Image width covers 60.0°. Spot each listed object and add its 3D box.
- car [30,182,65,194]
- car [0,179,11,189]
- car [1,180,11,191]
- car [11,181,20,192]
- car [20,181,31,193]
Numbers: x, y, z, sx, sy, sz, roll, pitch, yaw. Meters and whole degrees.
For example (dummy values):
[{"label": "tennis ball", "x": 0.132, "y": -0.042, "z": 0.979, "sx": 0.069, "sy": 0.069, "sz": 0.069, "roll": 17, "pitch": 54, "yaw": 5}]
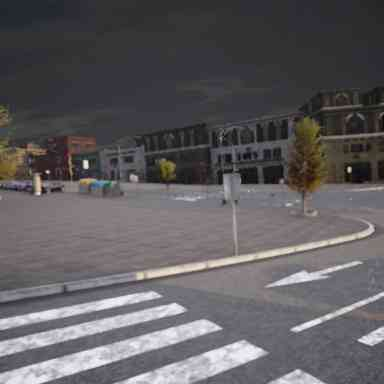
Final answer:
[{"label": "car", "x": -21.108, "y": -0.611, "z": 49.781, "sx": 2.163, "sy": 1.488, "sz": 4.792, "roll": 1, "pitch": 6, "yaw": 17}, {"label": "car", "x": -35.588, "y": -1.375, "z": 59.984, "sx": 2.231, "sy": 1.521, "sz": 4.892, "roll": 1, "pitch": 6, "yaw": 14}, {"label": "car", "x": -28.274, "y": -1.026, "z": 55.000, "sx": 2.097, "sy": 1.535, "sz": 5.008, "roll": 1, "pitch": 6, "yaw": 16}, {"label": "car", "x": -25.874, "y": -0.861, "z": 53.293, "sx": 2.002, "sy": 1.452, "sz": 4.674, "roll": 0, "pitch": 6, "yaw": 16}, {"label": "car", "x": -23.473, "y": -0.774, "z": 51.566, "sx": 2.231, "sy": 1.521, "sz": 4.892, "roll": 1, "pitch": 6, "yaw": 17}]
